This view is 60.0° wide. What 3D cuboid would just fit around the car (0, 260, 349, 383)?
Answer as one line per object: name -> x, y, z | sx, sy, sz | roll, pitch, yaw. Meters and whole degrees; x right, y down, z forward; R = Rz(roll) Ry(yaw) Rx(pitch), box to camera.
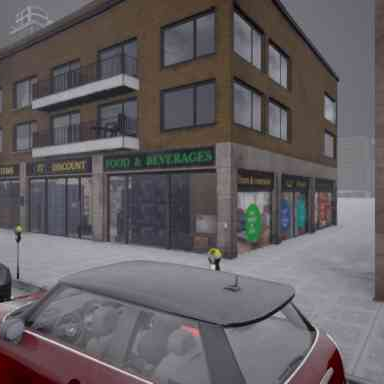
car -> -0.722, 1.440, 3.318 | 4.097, 1.590, 1.967 | 0, 0, 35
